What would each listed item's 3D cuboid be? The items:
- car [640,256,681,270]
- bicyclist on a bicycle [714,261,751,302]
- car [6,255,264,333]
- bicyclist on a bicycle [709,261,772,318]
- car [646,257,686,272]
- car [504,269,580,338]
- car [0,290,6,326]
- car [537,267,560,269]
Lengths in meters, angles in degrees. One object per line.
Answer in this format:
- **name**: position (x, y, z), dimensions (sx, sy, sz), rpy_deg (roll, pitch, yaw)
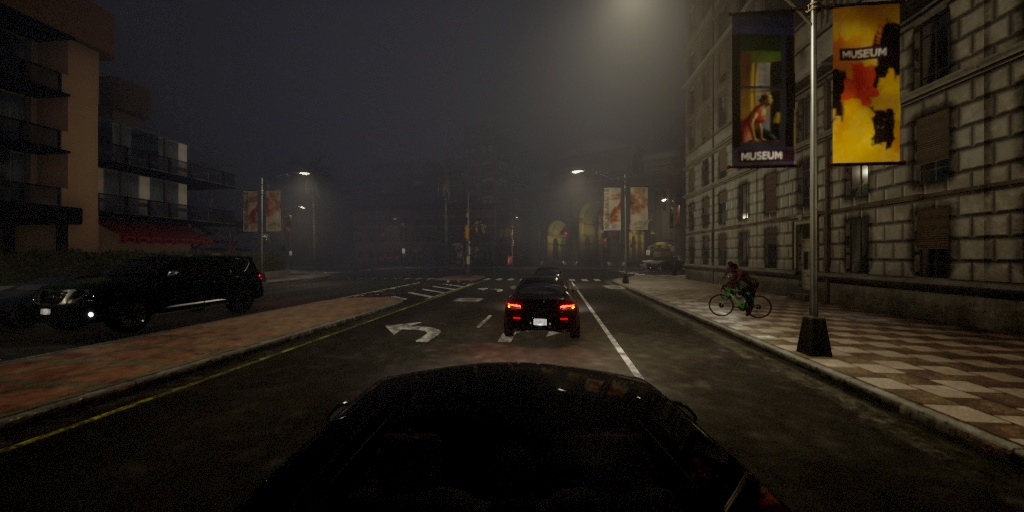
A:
- **car**: position (20.496, 0.971, 49.208), dimensions (5.566, 2.045, 2.150), rpy_deg (0, 0, 7)
- **bicyclist on a bicycle**: position (9.284, 1.050, 15.085), dimensions (1.656, 1.620, 0.582), rpy_deg (0, 0, -28)
- **car**: position (-10.705, 0.971, 11.256), dimensions (2.150, 2.045, 5.566), rpy_deg (0, 0, 8)
- **bicyclist on a bicycle**: position (6.862, 1.051, 10.824), dimensions (1.656, 1.620, 0.582), rpy_deg (0, 0, 22)
- **car**: position (20.130, 1.254, 45.725), dimensions (4.892, 1.490, 1.837), rpy_deg (0, 0, 7)
- **car**: position (0.885, 1.276, 10.110), dimensions (1.812, 1.442, 4.674), rpy_deg (0, 0, 7)
- **car**: position (-14.195, 1.297, 11.681), dimensions (2.033, 1.411, 5.357), rpy_deg (0, 0, 7)
- **car**: position (1.936, 1.276, 18.952), dimensions (1.812, 1.442, 4.674), rpy_deg (0, 0, 7)
